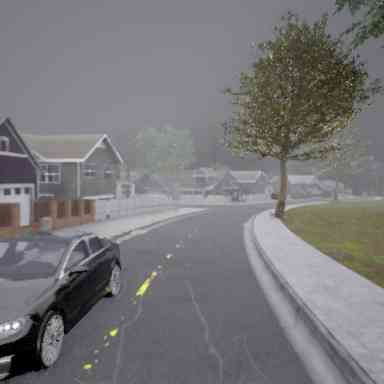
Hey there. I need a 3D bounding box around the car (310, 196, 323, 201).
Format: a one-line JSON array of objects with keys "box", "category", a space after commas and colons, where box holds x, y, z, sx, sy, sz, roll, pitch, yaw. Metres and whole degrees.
[{"box": [33.280, 1.671, 88.862, 1.895, 1.301, 4.718, 2, 2, 42], "category": "car"}]

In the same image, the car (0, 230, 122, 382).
[{"box": [-2.592, 1.484, 5.783, 2.128, 1.511, 4.902, 0, 0, 3], "category": "car"}]
